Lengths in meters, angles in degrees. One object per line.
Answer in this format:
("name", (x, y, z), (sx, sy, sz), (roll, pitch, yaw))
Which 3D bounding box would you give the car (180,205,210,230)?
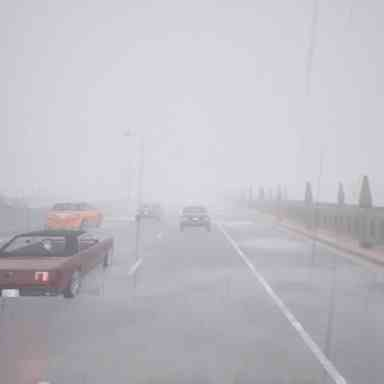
("car", (0.188, 1.548, 20.940), (2.033, 1.411, 5.357), (0, 0, 0))

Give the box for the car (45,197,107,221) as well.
("car", (-6.816, 1.348, 19.676), (2.097, 1.767, 4.553), (0, 0, 0))

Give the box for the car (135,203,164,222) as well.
("car", (-3.288, 1.546, 26.444), (2.033, 1.411, 5.357), (0, 0, 0))

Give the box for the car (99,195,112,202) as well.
("car", (-20.650, 1.516, 79.746), (1.882, 1.535, 5.008), (0, 0, 0))

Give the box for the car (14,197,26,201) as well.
("car", (-20.918, 1.338, 38.609), (2.097, 1.767, 4.553), (0, 0, 0))

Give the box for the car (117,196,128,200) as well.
("car", (-13.709, 1.496, 66.779), (1.882, 1.535, 5.008), (0, 0, 0))

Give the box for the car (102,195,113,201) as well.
("car", (-17.209, 1.493, 66.717), (1.882, 1.535, 5.008), (0, 0, 0))

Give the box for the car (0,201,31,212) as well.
("car", (-13.990, 1.592, 25.541), (1.895, 1.301, 4.718), (0, 0, 0))

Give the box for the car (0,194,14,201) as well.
("car", (-17.481, 1.211, 27.414), (2.150, 2.045, 5.566), (0, 0, 0))

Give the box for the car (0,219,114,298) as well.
("car", (-3.365, 1.599, 8.432), (1.895, 1.301, 4.718), (0, 0, 0))
